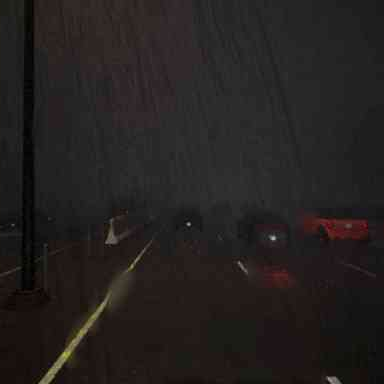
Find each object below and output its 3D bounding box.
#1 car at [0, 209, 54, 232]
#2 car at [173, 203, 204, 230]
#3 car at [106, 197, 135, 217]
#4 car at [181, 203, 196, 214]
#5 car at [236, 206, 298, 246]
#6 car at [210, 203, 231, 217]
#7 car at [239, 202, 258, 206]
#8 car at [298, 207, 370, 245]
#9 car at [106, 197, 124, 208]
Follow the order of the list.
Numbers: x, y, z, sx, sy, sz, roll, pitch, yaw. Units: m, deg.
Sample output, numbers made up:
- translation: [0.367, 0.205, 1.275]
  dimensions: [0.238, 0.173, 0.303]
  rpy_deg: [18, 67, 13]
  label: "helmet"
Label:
- translation: [-10.920, 1.829, 22.254]
  dimensions: [1.994, 1.385, 4.181]
  rpy_deg: [0, -1, -1]
  label: "car"
- translation: [-0.228, 1.768, 23.153]
  dimensions: [1.837, 1.490, 4.892]
  rpy_deg: [0, 0, -1]
  label: "car"
- translation: [-7.572, 1.643, 36.792]
  dimensions: [2.150, 2.045, 5.566]
  rpy_deg: [0, 0, -1]
  label: "car"
- translation: [-0.436, 2.080, 42.466]
  dimensions: [1.895, 1.301, 4.718]
  rpy_deg: [0, -1, -1]
  label: "car"
- translation: [3.352, 1.686, 16.274]
  dimensions: [1.837, 1.490, 4.892]
  rpy_deg: [0, 0, -1]
  label: "car"
- translation: [3.128, 1.899, 36.351]
  dimensions: [2.128, 1.511, 4.902]
  rpy_deg: [0, -1, -1]
  label: "car"
- translation: [6.608, 1.916, 38.318]
  dimensions: [2.128, 1.511, 4.902]
  rpy_deg: [0, -1, -1]
  label: "car"
- translation: [6.848, 1.532, 16.728]
  dimensions: [2.097, 1.767, 4.553]
  rpy_deg: [0, -1, -1]
  label: "car"
- translation: [-14.777, 1.958, 63.800]
  dimensions: [2.150, 2.045, 5.566]
  rpy_deg: [0, -1, 0]
  label: "car"
